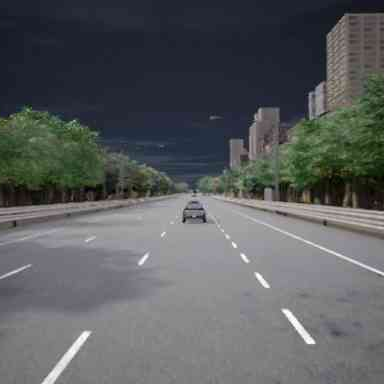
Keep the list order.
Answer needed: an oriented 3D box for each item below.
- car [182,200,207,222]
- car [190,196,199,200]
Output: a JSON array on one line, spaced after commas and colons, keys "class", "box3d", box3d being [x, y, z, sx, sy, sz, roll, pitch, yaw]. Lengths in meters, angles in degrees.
[{"class": "car", "box3d": [0.200, 1.680, 28.051, 2.128, 1.511, 4.902, 0, 0, 0]}, {"class": "car", "box3d": [0.392, 1.919, 55.186, 1.837, 1.490, 4.892, 0, 0, 0]}]
